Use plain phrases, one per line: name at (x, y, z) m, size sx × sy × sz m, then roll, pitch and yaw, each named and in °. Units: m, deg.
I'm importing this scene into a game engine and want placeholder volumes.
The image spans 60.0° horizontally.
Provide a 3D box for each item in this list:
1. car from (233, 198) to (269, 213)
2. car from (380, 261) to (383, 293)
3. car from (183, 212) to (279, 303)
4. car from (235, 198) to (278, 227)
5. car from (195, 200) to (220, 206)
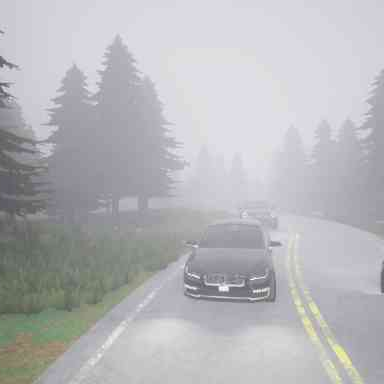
car at (6.243, 1.410, 35.736) m, size 1.837 × 1.490 × 4.892 m, roll 2°, pitch -1°, yaw -15°
car at (4.499, 1.308, 4.646) m, size 2.097 × 1.767 × 4.553 m, roll -1°, pitch 0°, yaw 8°
car at (1.101, 1.496, 8.420) m, size 1.837 × 1.490 × 4.892 m, roll -1°, pitch 0°, yaw 13°
car at (3.921, 1.269, 20.506) m, size 2.097 × 1.767 × 4.553 m, roll -1°, pitch 0°, yaw 5°
car at (1.970, 1.798, 44.866) m, size 1.812 × 1.442 × 4.674 m, roll 3°, pitch -5°, yaw -35°
